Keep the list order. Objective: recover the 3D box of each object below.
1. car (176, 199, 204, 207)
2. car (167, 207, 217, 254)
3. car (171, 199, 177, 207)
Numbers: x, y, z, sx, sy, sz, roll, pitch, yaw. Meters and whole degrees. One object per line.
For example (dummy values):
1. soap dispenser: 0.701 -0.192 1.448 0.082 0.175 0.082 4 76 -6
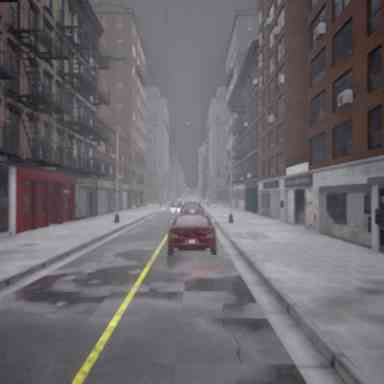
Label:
1. car: 0.009 1.636 28.432 2.097 1.767 4.553 0 -1 0
2. car: 0.021 1.621 14.266 1.882 1.535 5.008 0 0 0
3. car: -2.830 2.100 60.497 2.128 1.511 4.902 0 -1 0
